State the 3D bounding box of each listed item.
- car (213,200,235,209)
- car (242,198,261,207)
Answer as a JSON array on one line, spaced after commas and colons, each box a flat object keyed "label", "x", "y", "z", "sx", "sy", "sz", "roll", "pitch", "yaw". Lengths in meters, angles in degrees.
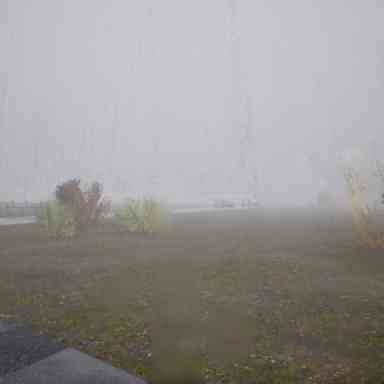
[{"label": "car", "x": 5.327, "y": 2.014, "z": 54.885, "sx": 2.128, "sy": 1.511, "sz": 4.902, "roll": -1, "pitch": -1, "yaw": 36}, {"label": "car", "x": 11.312, "y": 1.989, "z": 63.304, "sx": 2.097, "sy": 1.767, "sz": 4.553, "roll": -1, "pitch": -1, "yaw": 36}]
